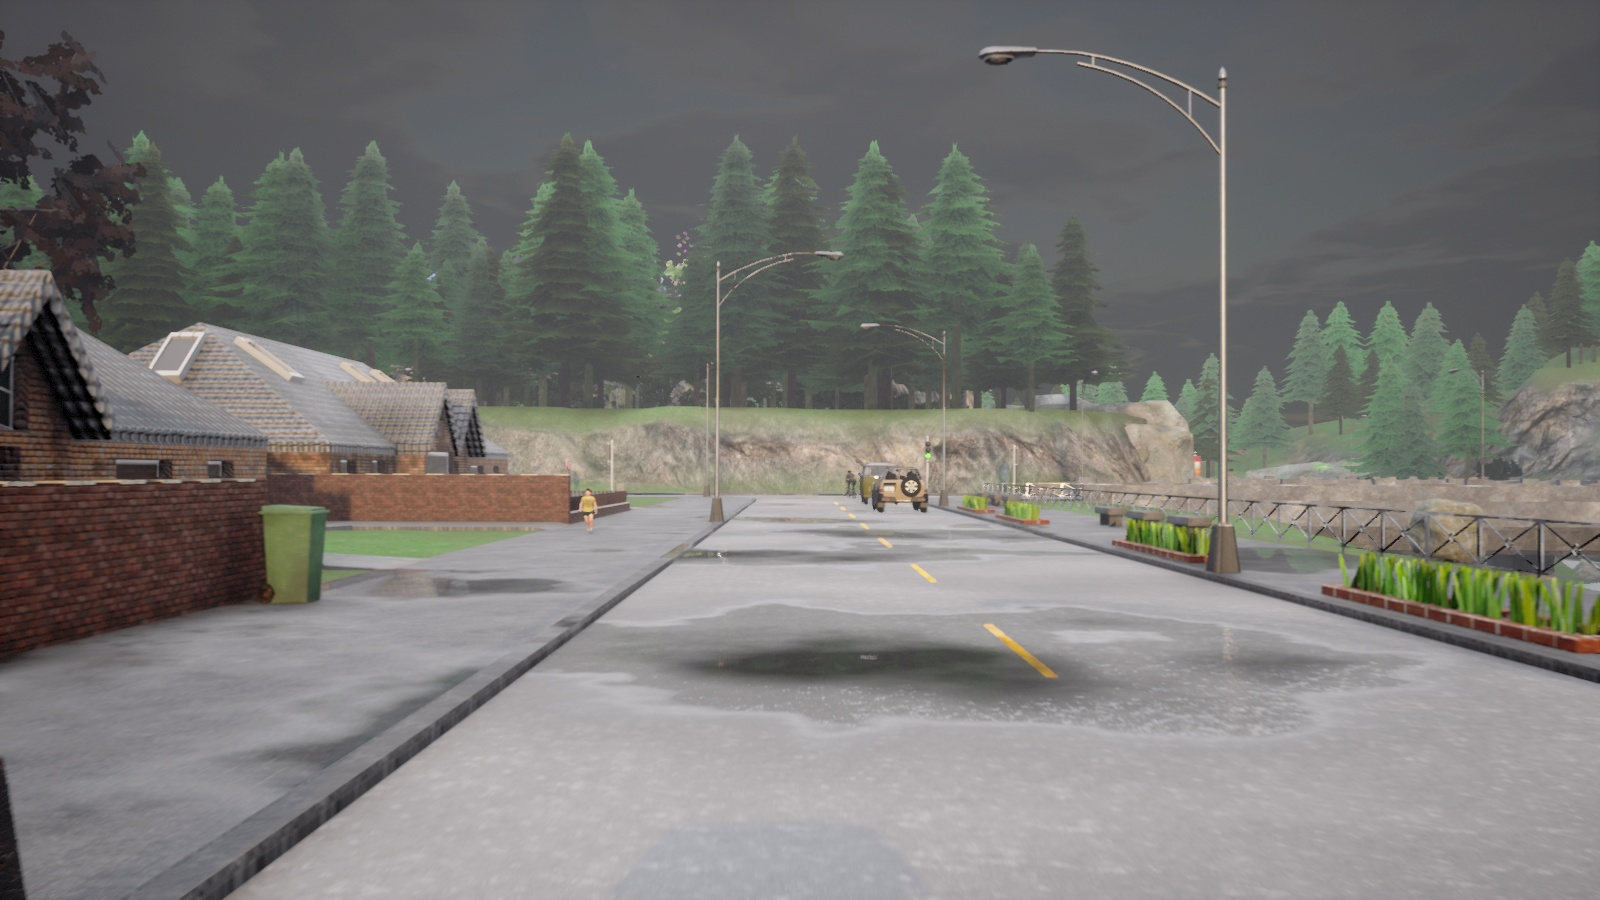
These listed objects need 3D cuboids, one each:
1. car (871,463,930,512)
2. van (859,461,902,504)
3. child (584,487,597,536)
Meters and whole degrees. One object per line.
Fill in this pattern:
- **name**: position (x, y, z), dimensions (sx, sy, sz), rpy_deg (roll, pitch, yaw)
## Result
- **car**: position (3.874, 1.441, 49.275), dimensions (1.932, 1.855, 4.605), rpy_deg (0, -1, 0)
- **van**: position (3.845, 1.571, 60.882), dimensions (1.775, 1.987, 4.442), rpy_deg (0, -1, 0)
- **child**: position (-4.835, 1.409, 28.999), dimensions (0.255, 1.110, 0.394), rpy_deg (0, -1, -3)
